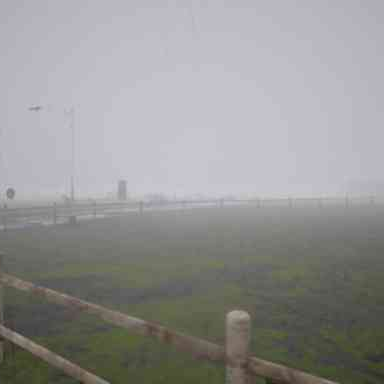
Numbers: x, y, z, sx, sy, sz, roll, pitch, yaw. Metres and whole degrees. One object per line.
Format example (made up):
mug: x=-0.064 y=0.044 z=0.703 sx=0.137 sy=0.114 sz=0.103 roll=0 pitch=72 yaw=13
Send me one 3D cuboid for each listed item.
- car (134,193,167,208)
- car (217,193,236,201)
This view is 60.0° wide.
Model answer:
car: x=-4.960 y=0.989 z=40.436 sx=2.097 sy=1.767 sz=4.553 roll=0 pitch=1 yaw=29
car: x=6.249 y=0.948 z=59.161 sx=1.812 sy=1.442 sz=4.674 roll=0 pitch=1 yaw=33
